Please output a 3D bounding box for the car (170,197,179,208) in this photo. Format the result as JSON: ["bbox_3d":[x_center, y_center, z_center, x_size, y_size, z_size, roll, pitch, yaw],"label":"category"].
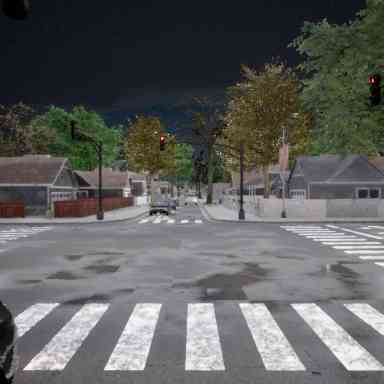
[{"bbox_3d":[-3.006,1.594,42.727,1.994,1.385,4.181,0,0,0],"label":"car"}]

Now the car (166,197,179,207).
[{"bbox_3d":[-3.024,1.568,52.977,1.812,1.442,4.674,0,0,0],"label":"car"}]

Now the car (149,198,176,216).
[{"bbox_3d":[-3.027,1.567,32.838,2.033,1.411,5.357,0,0,0],"label":"car"}]

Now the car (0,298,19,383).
[{"bbox_3d":[-2.679,1.491,1.314,2.128,1.511,4.902,0,0,2],"label":"car"}]

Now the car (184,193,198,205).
[{"bbox_3d":[-0.174,1.277,60.740,2.150,2.045,5.566,0,0,0],"label":"car"}]
